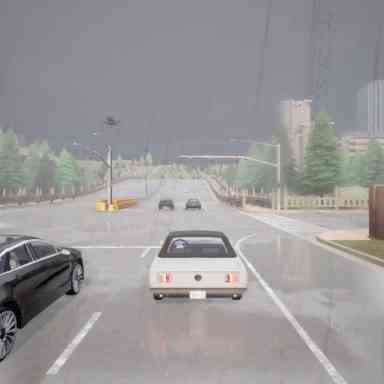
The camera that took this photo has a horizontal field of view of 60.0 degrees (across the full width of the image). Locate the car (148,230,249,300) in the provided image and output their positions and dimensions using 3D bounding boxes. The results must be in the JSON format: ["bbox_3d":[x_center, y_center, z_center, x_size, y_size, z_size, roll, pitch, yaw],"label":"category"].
[{"bbox_3d":[0.114,1.601,8.331,1.895,1.301,4.718,0,0,0],"label":"car"}]

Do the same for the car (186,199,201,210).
[{"bbox_3d":[0.180,1.564,43.890,1.994,1.385,4.181,0,0,0],"label":"car"}]

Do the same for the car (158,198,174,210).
[{"bbox_3d":[-3.322,1.505,43.721,1.837,1.490,4.892,0,0,0],"label":"car"}]

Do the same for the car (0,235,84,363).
[{"bbox_3d":[-3.389,1.492,5.796,2.128,1.511,4.902,0,0,0],"label":"car"}]
